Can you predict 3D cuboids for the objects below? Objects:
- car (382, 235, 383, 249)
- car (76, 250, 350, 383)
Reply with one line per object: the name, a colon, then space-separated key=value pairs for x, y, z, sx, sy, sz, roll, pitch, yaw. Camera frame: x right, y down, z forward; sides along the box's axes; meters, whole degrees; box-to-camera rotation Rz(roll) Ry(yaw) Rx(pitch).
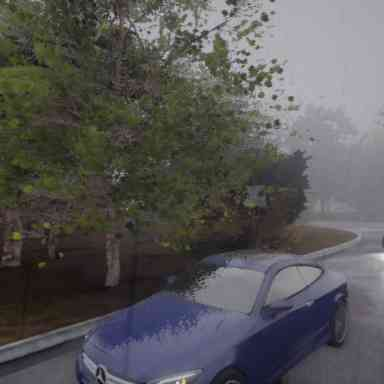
car: x=9.791 y=1.790 z=14.709 sx=1.994 sy=1.385 sz=4.181 roll=-2 pitch=-2 yaw=37
car: x=0.735 y=1.641 z=4.750 sx=1.812 sy=1.442 sz=4.674 roll=-2 pitch=-2 yaw=44
